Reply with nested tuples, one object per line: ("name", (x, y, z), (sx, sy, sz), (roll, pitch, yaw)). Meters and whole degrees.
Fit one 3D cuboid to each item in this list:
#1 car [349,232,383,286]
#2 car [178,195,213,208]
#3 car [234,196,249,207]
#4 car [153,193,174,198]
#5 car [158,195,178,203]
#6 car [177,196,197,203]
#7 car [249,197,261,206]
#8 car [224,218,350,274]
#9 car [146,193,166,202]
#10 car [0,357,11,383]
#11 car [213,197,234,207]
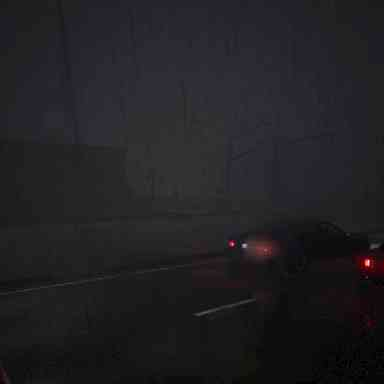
("car", (6.108, 1.601, 8.144), (4.718, 1.301, 1.895), (0, 0, -35))
("car", (0.461, 1.352, 48.618), (2.097, 1.767, 4.553), (0, 0, -36))
("car", (6.183, 1.478, 52.658), (1.882, 1.535, 5.008), (0, 0, -36))
("car", (-5.220, 1.477, 62.410), (1.882, 1.535, 5.008), (0, 0, -36))
("car", (-4.990, 1.477, 68.130), (1.882, 1.535, 5.008), (0, 0, -36))
("car", (-1.007, 1.564, 68.619), (1.994, 1.385, 4.181), (0, 0, -36))
("car", (9.129, 1.477, 54.559), (1.882, 1.535, 5.008), (0, 0, -36))
("car", (3.534, 1.547, 10.615), (5.357, 1.411, 2.033), (0, 0, -35))
("car", (-8.623, 1.214, 79.075), (2.150, 2.045, 5.566), (0, 0, -36))
("car", (-3.265, 1.352, 1.419), (4.553, 1.767, 2.097), (0, 0, -35))
("car", (3.495, 1.491, 50.399), (2.128, 1.511, 4.902), (0, 0, -36))
